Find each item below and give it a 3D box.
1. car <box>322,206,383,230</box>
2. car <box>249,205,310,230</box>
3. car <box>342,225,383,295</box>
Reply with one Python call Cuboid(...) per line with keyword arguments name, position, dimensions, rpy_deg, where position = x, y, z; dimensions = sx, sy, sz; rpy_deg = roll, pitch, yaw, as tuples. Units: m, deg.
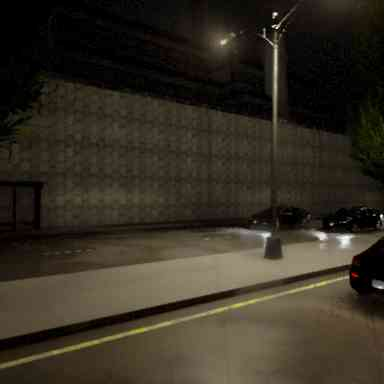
Cuboid(name="car", position=(10.235, 1.682, 21.116), dimensions=(4.892, 1.490, 1.837), rpy_deg=(1, 0, -35))
Cuboid(name="car", position=(5.944, 1.657, 22.357), dimensions=(4.892, 1.490, 1.837), rpy_deg=(1, 0, -35))
Cuboid(name="car", position=(5.433, 1.601, 7.623), dimensions=(4.674, 1.442, 1.812), rpy_deg=(1, 0, -36))
